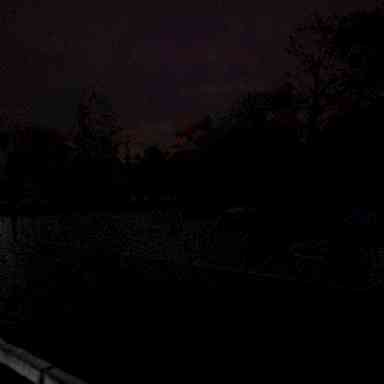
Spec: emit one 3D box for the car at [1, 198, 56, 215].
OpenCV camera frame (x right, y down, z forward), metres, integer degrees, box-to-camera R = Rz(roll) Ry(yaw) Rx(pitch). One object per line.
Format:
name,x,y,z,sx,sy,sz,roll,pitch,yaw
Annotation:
car,-16.591,1.411,34.436,2.185,1.767,4.553,0,0,35

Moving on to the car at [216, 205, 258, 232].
car,3.194,1.516,20.265,2.002,1.452,4.674,0,0,36

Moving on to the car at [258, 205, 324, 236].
car,5.858,1.468,18.359,2.231,1.521,4.892,0,0,36

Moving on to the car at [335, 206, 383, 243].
car,8.529,1.459,16.466,2.097,1.535,5.008,0,0,36
